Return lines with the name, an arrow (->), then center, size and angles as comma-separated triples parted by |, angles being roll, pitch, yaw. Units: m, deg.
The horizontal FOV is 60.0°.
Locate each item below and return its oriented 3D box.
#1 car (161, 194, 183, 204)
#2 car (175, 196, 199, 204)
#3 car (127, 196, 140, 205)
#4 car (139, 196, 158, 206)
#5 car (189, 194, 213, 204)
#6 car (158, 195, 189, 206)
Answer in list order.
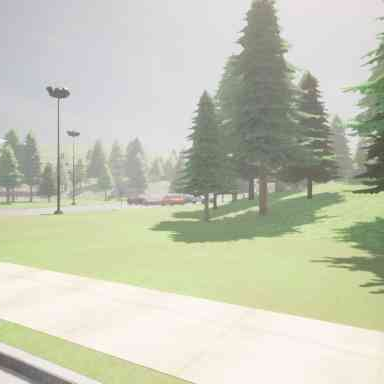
car -> -3.949, 1.354, 67.007 | 2.097, 1.767, 4.553 | 0, 0, 31
car -> -0.941, 1.549, 65.216 | 2.033, 1.411, 5.357 | 0, 0, 31
car -> -9.274, 1.493, 58.137 | 2.128, 1.511, 4.902 | 0, 0, 32
car -> -6.254, 1.602, 56.364 | 1.895, 1.301, 4.718 | 0, 0, 32
car -> 2.066, 1.223, 63.426 | 2.150, 2.045, 5.566 | 0, 0, 31
car -> -3.049, 1.353, 54.892 | 2.097, 1.767, 4.553 | 0, 0, 32
